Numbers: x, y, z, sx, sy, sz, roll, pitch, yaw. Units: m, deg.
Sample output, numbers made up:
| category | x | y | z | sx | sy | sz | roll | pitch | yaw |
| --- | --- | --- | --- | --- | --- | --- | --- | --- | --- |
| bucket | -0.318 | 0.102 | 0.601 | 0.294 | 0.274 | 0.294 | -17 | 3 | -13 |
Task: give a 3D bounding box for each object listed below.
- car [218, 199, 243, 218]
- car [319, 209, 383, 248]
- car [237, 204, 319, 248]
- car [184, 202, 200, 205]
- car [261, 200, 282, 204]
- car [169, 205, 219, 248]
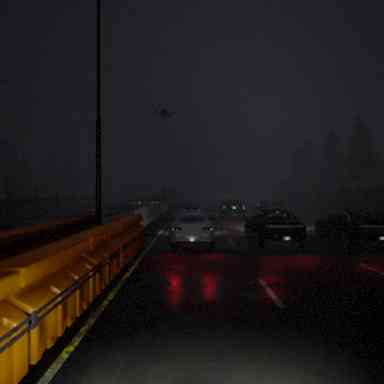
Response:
| category | x | y | z | sx | sy | sz | roll | pitch | yaw |
| --- | --- | --- | --- | --- | --- | --- | --- | --- | --- |
| car | 3.500 | 1.364 | 29.620 | 2.097 | 1.767 | 4.553 | 0 | 0 | 0 |
| car | 7.000 | 1.492 | 14.650 | 2.128 | 1.511 | 4.902 | 0 | 0 | 0 |
| car | 3.500 | 1.492 | 14.650 | 2.128 | 1.511 | 4.902 | 0 | 0 | 0 |
| car | 0.000 | 1.561 | 29.650 | 2.033 | 1.411 | 5.357 | 0 | 0 | 0 |
| car | 7.000 | 1.482 | 29.650 | 1.882 | 1.535 | 5.008 | 0 | 0 | 0 |
| car | 0.000 | 1.530 | 14.650 | 1.812 | 1.442 | 4.674 | 0 | 0 | 0 |
